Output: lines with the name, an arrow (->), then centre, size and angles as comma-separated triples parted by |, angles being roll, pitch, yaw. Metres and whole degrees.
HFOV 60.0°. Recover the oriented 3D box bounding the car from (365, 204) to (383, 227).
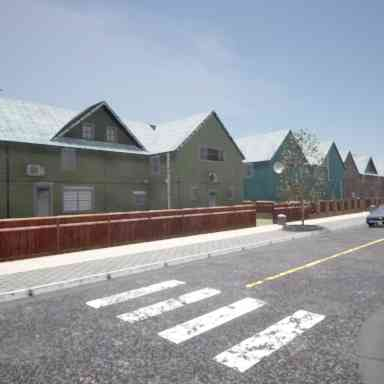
car -> 13.061, 1.474, 21.636 | 5.357, 1.411, 2.033 | 0, -1, -45
